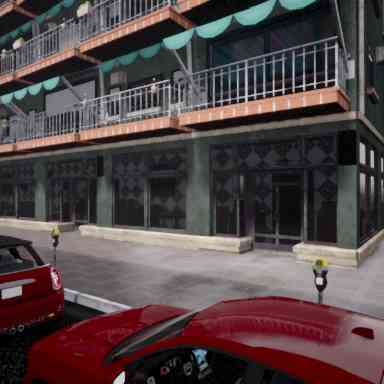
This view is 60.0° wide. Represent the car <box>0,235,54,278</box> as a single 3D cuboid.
[{"bbox_3d":[-4.107,1.440,5.814,4.097,1.590,1.967,0,0,36],"label":"car"}]

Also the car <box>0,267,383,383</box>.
[{"bbox_3d":[0.479,1.545,2.536,4.507,1.381,1.887,0,0,36],"label":"car"}]
